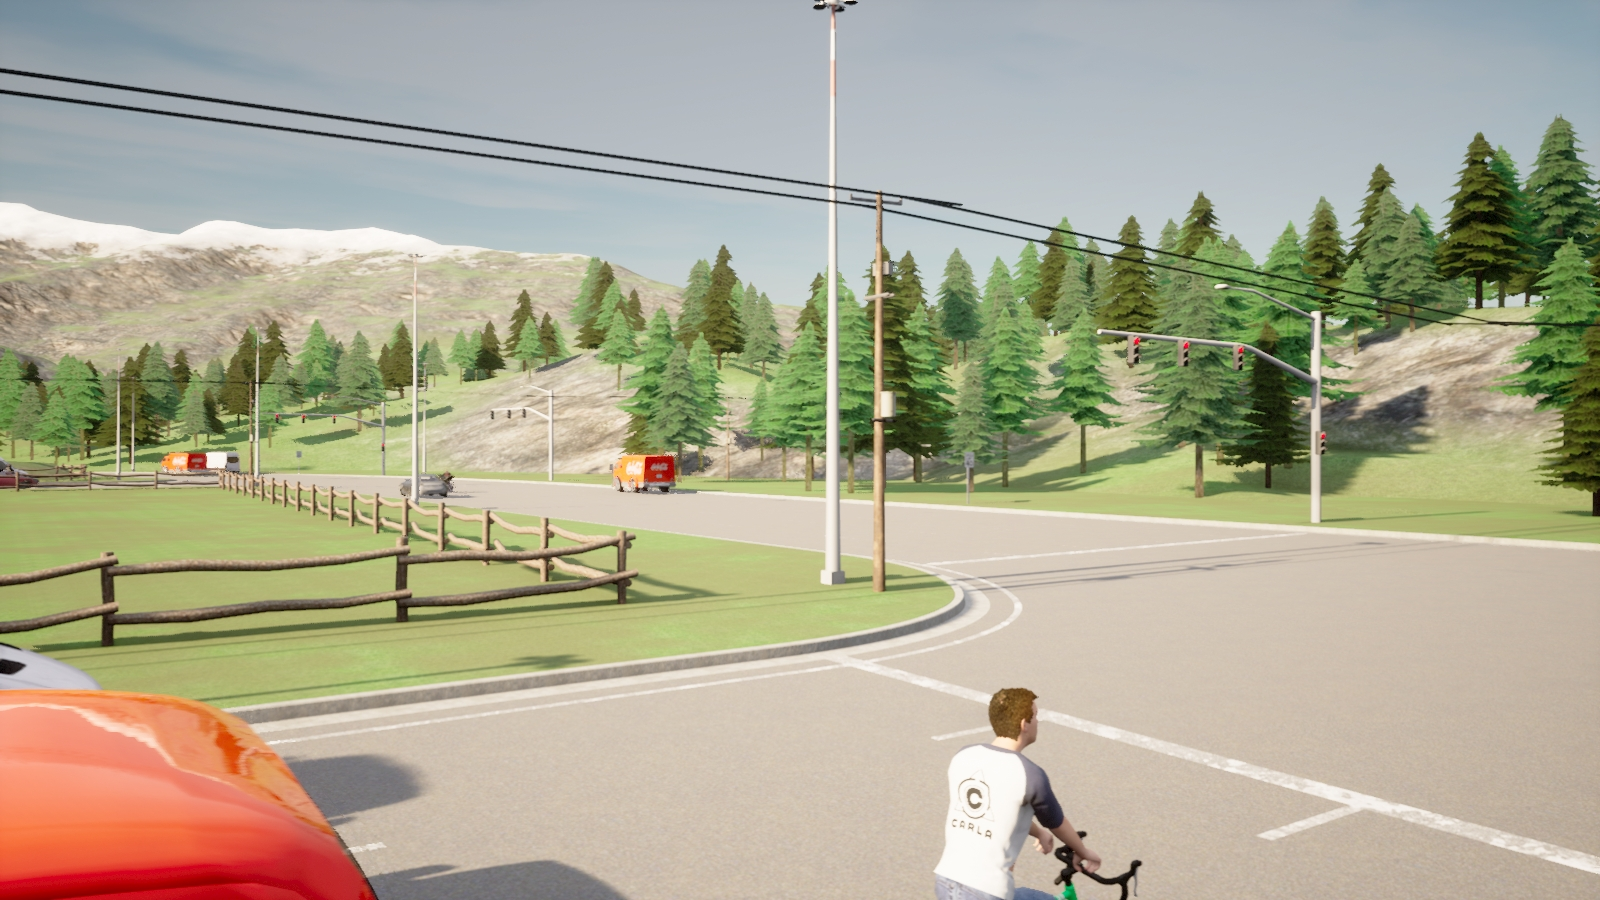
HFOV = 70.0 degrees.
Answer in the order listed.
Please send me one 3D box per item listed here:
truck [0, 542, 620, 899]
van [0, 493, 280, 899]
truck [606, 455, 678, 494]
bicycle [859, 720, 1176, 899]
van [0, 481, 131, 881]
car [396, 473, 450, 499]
[{"bbox_3d":[-3.205,1.568,1.621,5.204,2.467,2.627,0,0,-34],"label":"truck"},{"bbox_3d":[-5.355,1.534,4.302,5.915,2.561,1.988,0,0,-35],"label":"van"},{"bbox_3d":[-10.470,1.582,75.518,2.627,2.467,5.204,0,0,-35],"label":"truck"},{"bbox_3d":[0.983,2.059,4.897,1.643,1.496,0.373,1,0,-40],"label":"bicycle"},{"bbox_3d":[-7.609,1.534,6.997,5.915,2.561,1.988,0,0,-35],"label":"van"},{"bbox_3d":[-22.596,2.129,68.437,1.994,1.385,4.181,0,0,-35],"label":"car"}]
